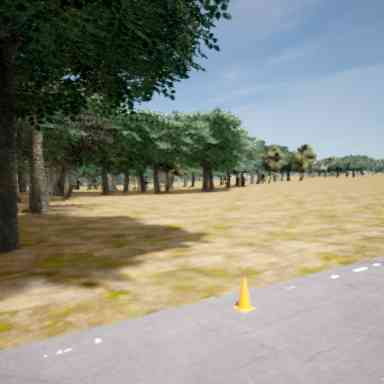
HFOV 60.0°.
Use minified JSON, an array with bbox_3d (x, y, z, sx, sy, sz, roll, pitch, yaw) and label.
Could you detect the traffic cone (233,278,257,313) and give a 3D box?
[{"bbox_3d":[1.009,1.936,6.370,0.340,0.580,0.340,-1,0,-35],"label":"traffic cone"}]
